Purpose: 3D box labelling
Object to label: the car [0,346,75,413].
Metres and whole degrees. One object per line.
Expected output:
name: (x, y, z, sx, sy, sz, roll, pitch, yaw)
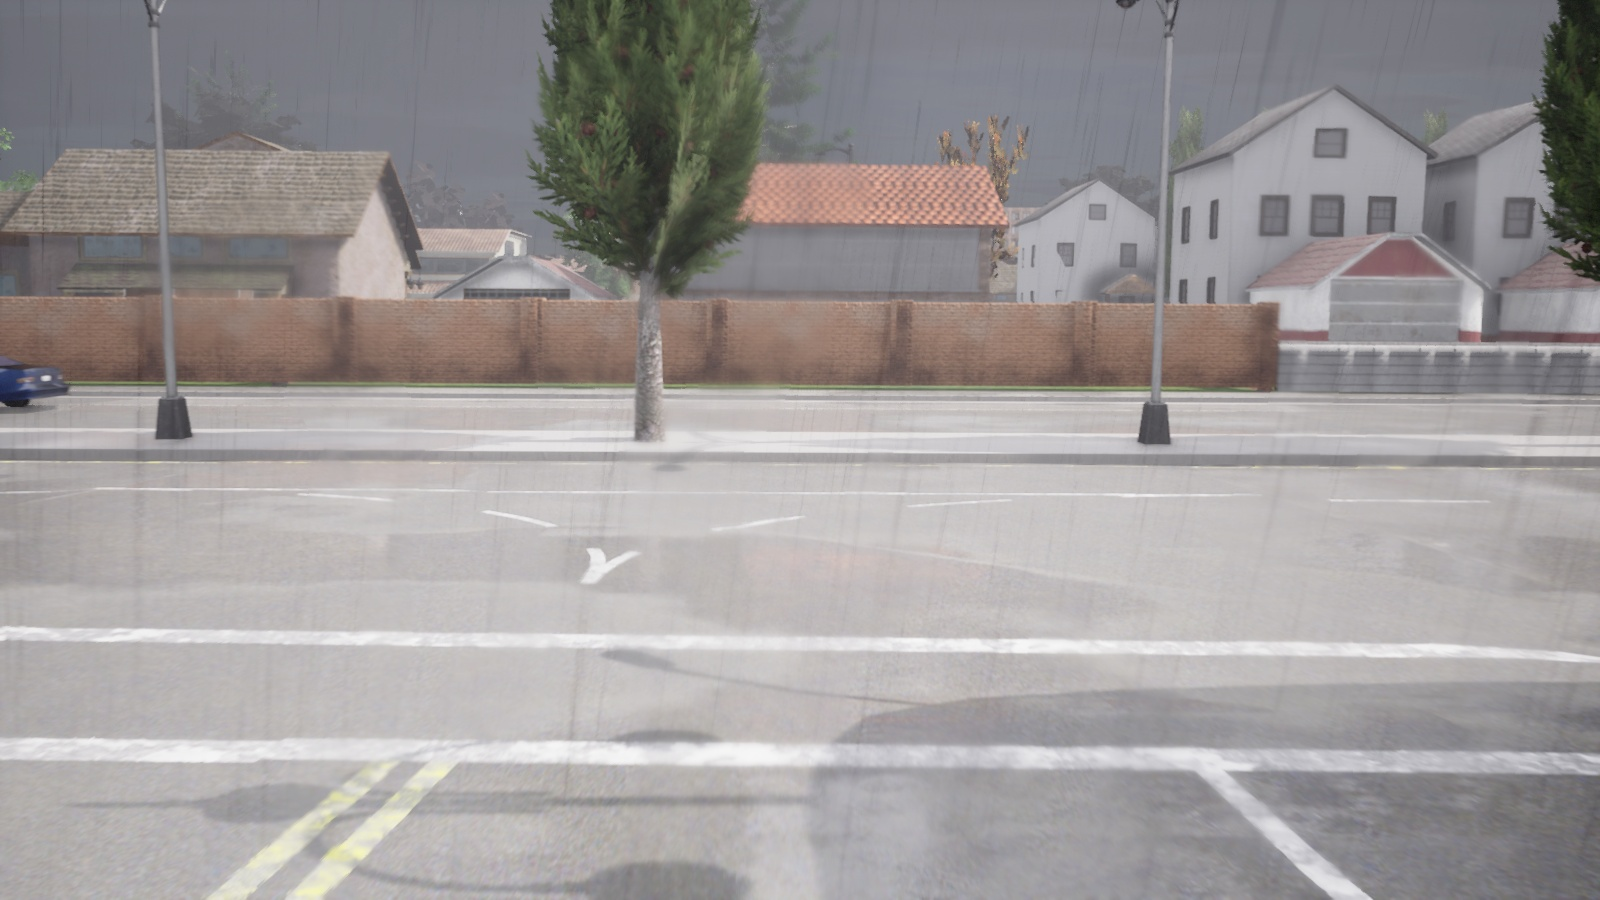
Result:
car: (-19.897, -1.647, 28.723, 5.357, 1.411, 2.033, 0, 6, -1)
